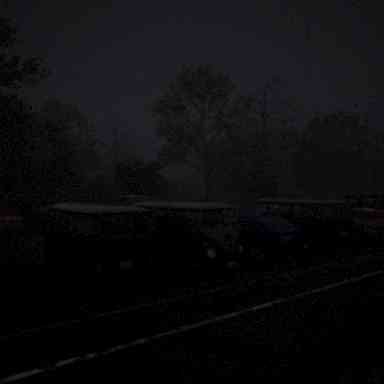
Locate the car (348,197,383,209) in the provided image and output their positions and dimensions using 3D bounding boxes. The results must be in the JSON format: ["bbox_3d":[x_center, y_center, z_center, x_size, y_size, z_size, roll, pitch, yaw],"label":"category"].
[{"bbox_3d":[23.097,1.396,43.173,2.002,1.452,4.674,0,0,-36],"label":"car"}]

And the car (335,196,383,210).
[{"bbox_3d":[20.841,1.366,41.556,2.097,1.535,5.008,0,0,-36],"label":"car"}]

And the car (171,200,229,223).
[{"bbox_3d":[0.514,1.467,27.035,2.097,1.535,5.008,0,0,-36],"label":"car"}]

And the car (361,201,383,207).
[{"bbox_3d":[8.917,1.458,16.730,1.946,1.575,5.366,0,0,-36],"label":"car"}]

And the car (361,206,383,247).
[{"bbox_3d":[6.528,1.512,15.253,2.002,1.452,4.674,0,0,-36],"label":"car"}]

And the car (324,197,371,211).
[{"bbox_3d":[18.580,1.417,39.942,2.002,1.452,4.674,0,0,-36],"label":"car"}]

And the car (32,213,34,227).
[{"bbox_3d":[-8.513,1.509,20.569,2.097,1.535,5.008,0,0,-36],"label":"car"}]

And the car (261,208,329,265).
[{"bbox_3d":[1.971,1.495,11.985,2.097,1.535,5.008,0,0,-36],"label":"car"}]

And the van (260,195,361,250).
[{"bbox_3d":[4.180,1.258,13.715,1.878,1.987,4.442,0,0,-36],"label":"van"}]

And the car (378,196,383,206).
[{"bbox_3d":[29.872,1.327,48.012,2.231,1.521,4.892,0,0,-36],"label":"car"}]

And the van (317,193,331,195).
[{"bbox_3d":[16.253,1.162,38.425,1.878,1.987,4.442,0,0,-36],"label":"van"}]

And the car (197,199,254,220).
[{"bbox_3d":[2.771,1.457,28.651,2.231,1.521,4.892,0,0,-36],"label":"car"}]

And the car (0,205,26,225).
[{"bbox_3d":[-10.882,1.512,19.108,1.946,1.575,5.366,0,0,-36],"label":"car"}]

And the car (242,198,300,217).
[{"bbox_3d":[7.398,1.430,31.723,1.946,1.575,5.366,0,0,-36],"label":"car"}]

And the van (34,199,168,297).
[{"bbox_3d":[-2.663,1.286,8.822,1.878,1.987,4.442,0,0,-36],"label":"van"}]

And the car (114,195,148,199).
[{"bbox_3d":[-3.983,1.238,23.778,2.435,2.045,5.566,0,0,-36],"label":"car"}]

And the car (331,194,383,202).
[{"bbox_3d":[11.106,1.198,18.488,2.435,2.045,5.566,0,0,-36],"label":"car"}]

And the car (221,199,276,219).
[{"bbox_3d":[5.016,1.474,30.283,2.163,1.488,4.792,0,0,-36],"label":"car"}]

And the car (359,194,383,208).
[{"bbox_3d":[25.334,1.220,44.814,2.185,1.767,4.553,0,0,-36],"label":"car"}]

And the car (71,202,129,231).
[{"bbox_3d":[-6.252,1.501,22.184,2.231,1.521,4.892,0,0,-36],"label":"car"}]

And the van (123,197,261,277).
[{"bbox_3d":[-0.248,1.279,10.262,1.878,1.987,4.442,0,0,-36],"label":"van"}]

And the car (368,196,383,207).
[{"bbox_3d":[27.608,1.335,46.408,2.097,1.535,5.008,0,0,-36],"label":"car"}]

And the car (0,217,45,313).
[{"bbox_3d":[-4.892,1.547,7.121,2.163,1.488,4.792,0,0,-36],"label":"car"}]
